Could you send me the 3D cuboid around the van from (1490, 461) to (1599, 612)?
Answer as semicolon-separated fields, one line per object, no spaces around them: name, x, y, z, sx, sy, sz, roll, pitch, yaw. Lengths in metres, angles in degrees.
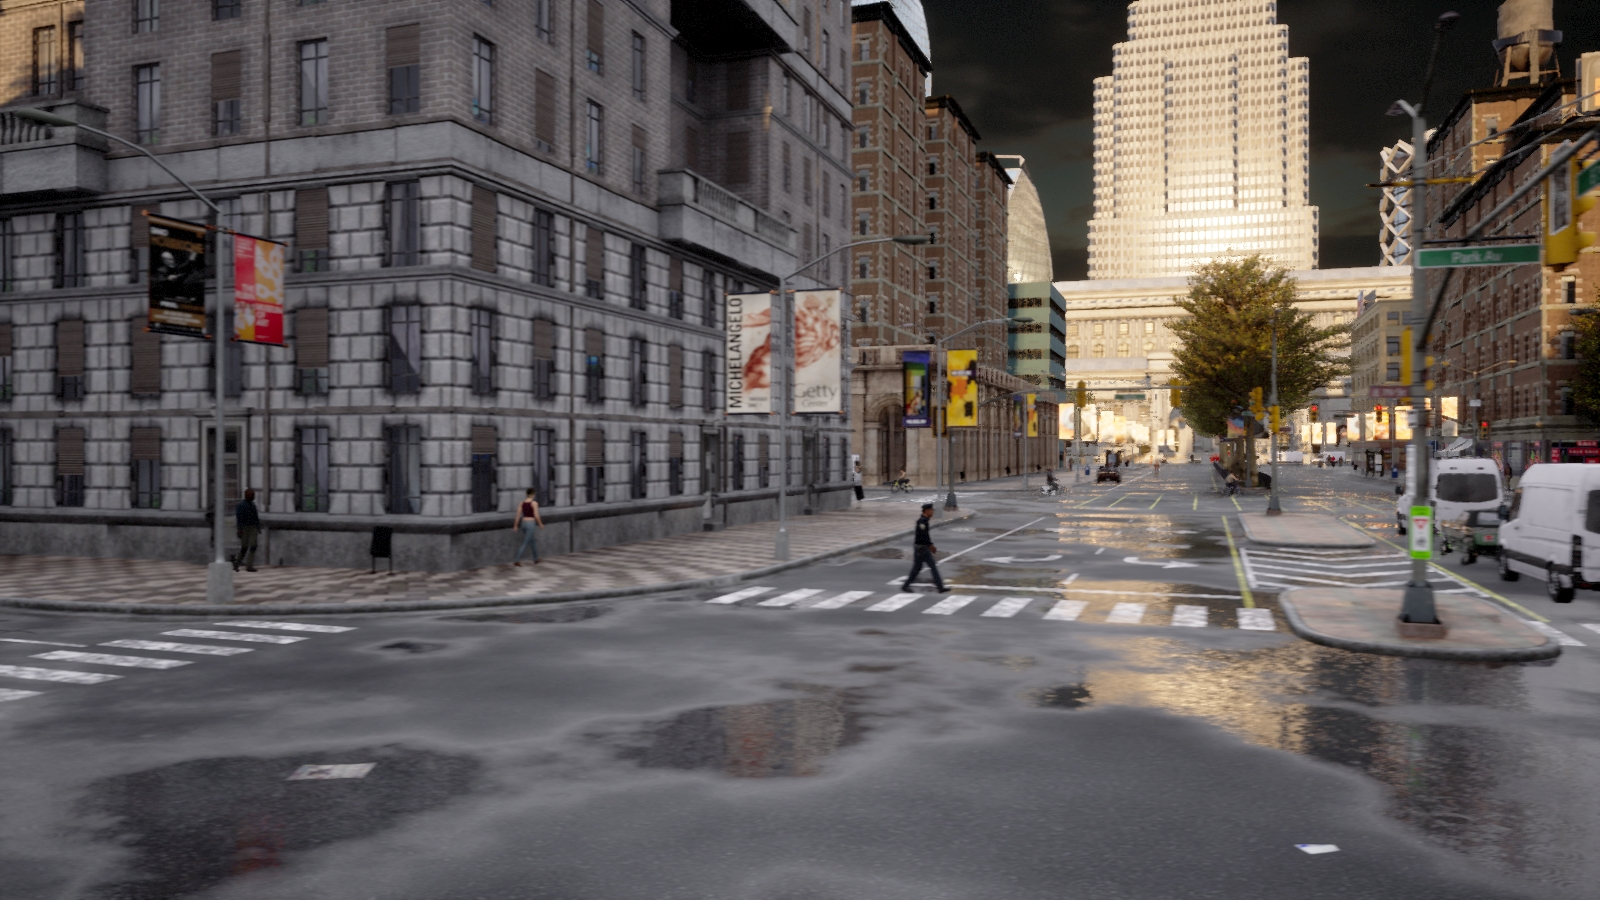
van;15.421;1.534;22.453;1.988;2.561;5.915;0;0;19

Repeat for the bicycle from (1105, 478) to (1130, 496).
bicycle;19.278;2.256;69.358;1.487;1.080;0.859;0;0;17

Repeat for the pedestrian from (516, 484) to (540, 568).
pedestrian;-6.134;1.696;25.737;0.375;1.860;0.375;0;0;24

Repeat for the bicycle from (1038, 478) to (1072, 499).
bicycle;14.637;2.210;65.613;1.835;1.171;0.329;0;-1;4

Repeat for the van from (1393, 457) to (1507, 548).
van;20.288;1.534;35.925;1.988;2.561;5.915;0;0;18

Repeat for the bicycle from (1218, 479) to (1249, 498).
bicycle;25.222;2.256;66.521;1.487;1.080;0.859;0;-2;-23

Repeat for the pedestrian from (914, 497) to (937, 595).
pedestrian;2.428;1.849;22.120;0.375;1.860;0.375;0;0;20

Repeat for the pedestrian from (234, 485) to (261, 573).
pedestrian;-11.899;1.696;24.611;0.375;1.860;0.375;0;0;26

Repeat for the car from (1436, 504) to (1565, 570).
car;17.830;2.155;29.327;1.895;1.301;4.718;0;0;20
